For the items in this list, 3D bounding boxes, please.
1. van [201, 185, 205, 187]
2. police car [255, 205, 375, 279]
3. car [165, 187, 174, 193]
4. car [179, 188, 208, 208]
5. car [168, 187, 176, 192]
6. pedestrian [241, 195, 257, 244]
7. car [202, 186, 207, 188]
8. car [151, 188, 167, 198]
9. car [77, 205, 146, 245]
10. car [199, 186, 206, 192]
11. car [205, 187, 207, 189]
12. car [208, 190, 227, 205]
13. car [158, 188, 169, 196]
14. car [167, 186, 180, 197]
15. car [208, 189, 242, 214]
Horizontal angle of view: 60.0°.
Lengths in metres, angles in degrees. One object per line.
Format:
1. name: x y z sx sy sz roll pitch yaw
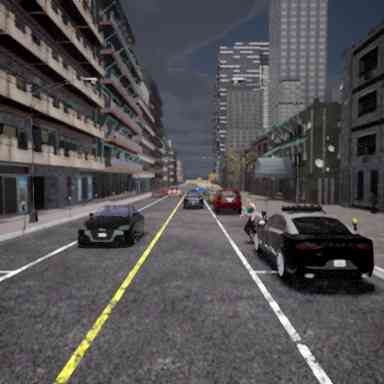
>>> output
1. van: 2.873 -0.736 81.867 1.690 1.788 3.998 -1 1 0
2. police car: 3.023 1.188 9.369 1.930 1.638 5.238 0 1 0
3. car: -5.503 -0.493 81.850 1.802 1.307 4.206 -1 1 0
4. car: 0.151 0.701 31.484 2.128 1.511 4.902 0 2 0
5. car: -5.477 -0.813 93.008 2.008 1.369 4.403 -1 1 0
6. pedestrian: 2.158 0.982 12.359 0.375 1.860 0.375 -1 2 0
7. car: 2.823 0.079 59.561 1.802 1.307 4.206 -1 1 0
8. car: -5.571 0.223 53.958 1.802 1.307 4.206 -1 1 0
9. car: -3.068 1.228 13.365 1.994 1.385 4.181 0 1 0
10. car: 2.904 -0.821 93.029 1.887 1.381 4.507 -1 1 0
11. car: 2.786 0.473 42.825 2.008 1.369 4.403 -1 1 0
12. car: 2.758 0.584 37.417 1.752 1.417 4.829 -1 1 0
13. car: -5.544 -0.100 65.113 1.887 1.381 4.507 -1 1 0
14. car: -2.917 -0.083 56.923 2.097 1.767 4.553 0 1 1
15. car: 2.703 0.659 26.086 2.192 1.841 5.009 -1 1 0
